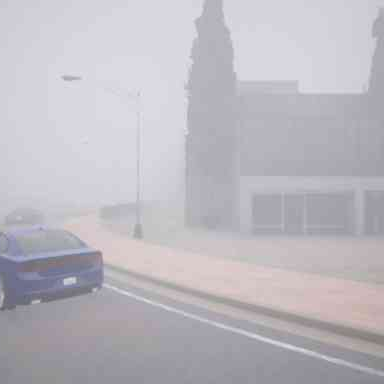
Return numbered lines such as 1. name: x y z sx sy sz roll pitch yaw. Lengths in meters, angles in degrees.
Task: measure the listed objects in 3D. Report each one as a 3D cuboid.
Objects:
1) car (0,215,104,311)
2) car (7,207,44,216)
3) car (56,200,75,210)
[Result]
1. car: -4.009 1.568 8.174 1.882 1.535 5.008 0 -1 -43
2. car: -12.879 1.840 25.822 1.994 1.385 4.181 0 -1 -13
3. car: -20.615 2.125 54.551 1.812 1.442 4.674 0 -1 0
